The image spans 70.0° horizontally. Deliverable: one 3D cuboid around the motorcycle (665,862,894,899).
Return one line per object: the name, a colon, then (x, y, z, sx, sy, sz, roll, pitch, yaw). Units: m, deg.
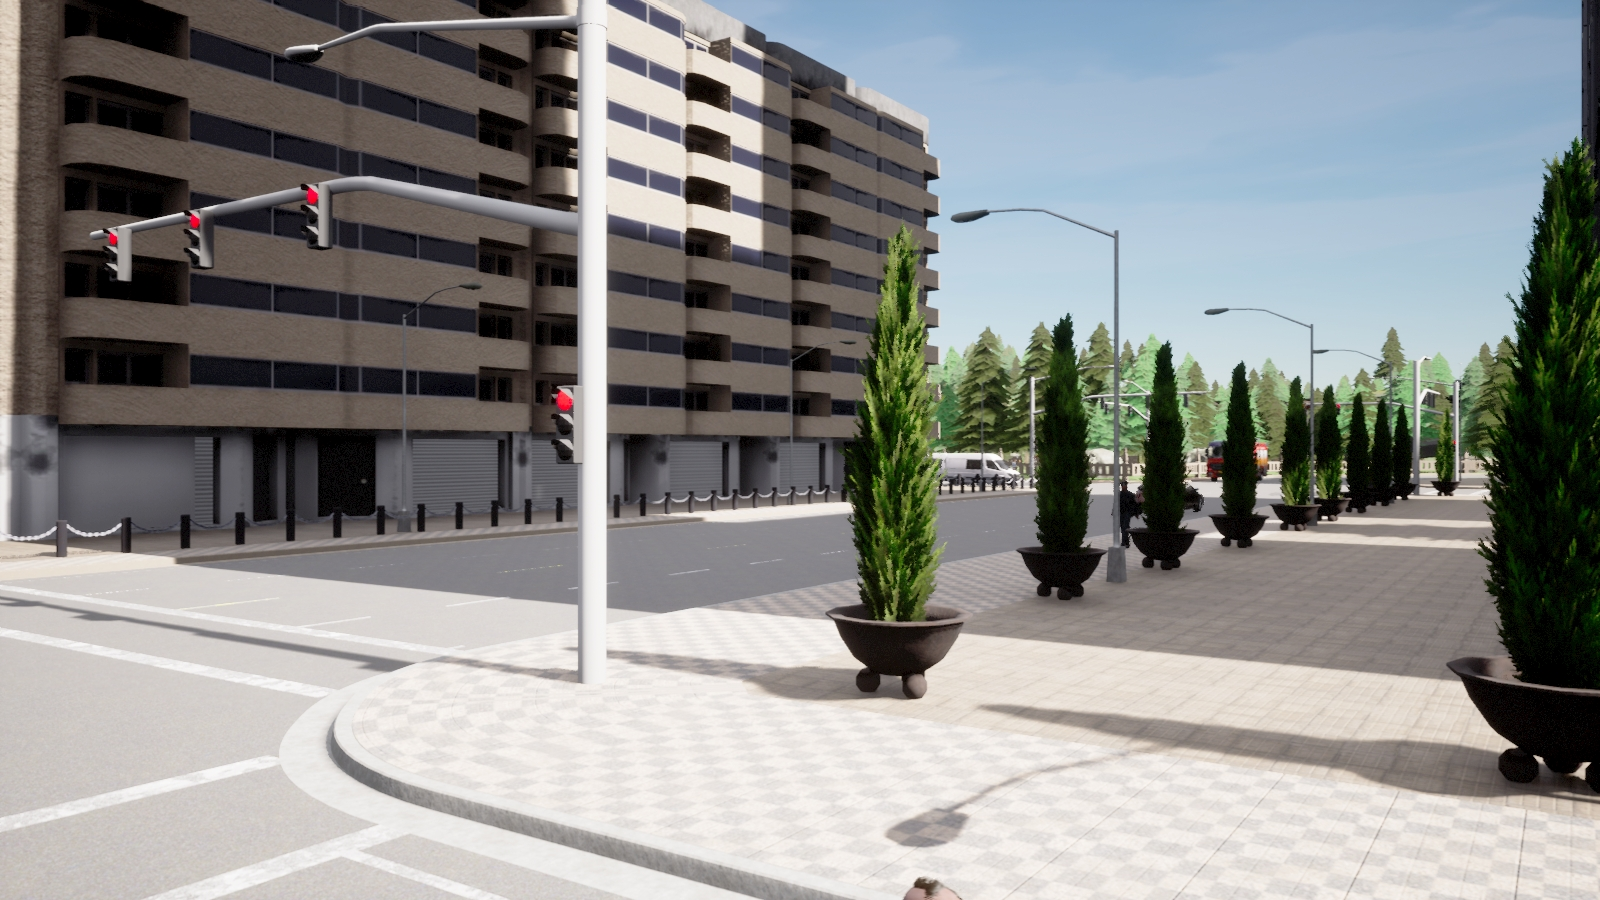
motorcycle: (0.449, 2.206, 3.411, 2.209, 1.251, 0.867, 0, 0, 34)

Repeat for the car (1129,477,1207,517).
car: (16.019, 1.987, 49.537, 2.007, 1.525, 4.514, 0, 0, 35)

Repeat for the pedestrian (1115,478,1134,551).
pedestrian: (8.318, 1.643, 29.302, 0.375, 1.860, 0.375, 0, 0, 31)
